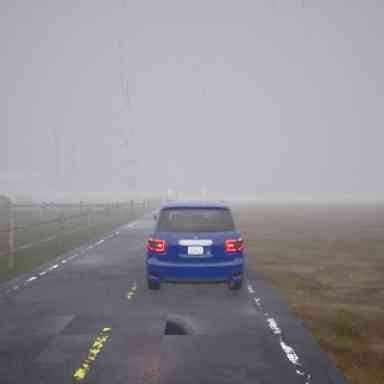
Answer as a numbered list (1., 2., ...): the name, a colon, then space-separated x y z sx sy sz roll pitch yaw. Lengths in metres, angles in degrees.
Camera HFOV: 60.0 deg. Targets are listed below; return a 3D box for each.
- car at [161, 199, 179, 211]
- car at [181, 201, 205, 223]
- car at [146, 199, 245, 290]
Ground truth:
1. car: -2.823 1.602 42.779 1.994 1.385 4.181 0 0 0
2. car: 0.066 1.544 26.966 1.812 1.442 4.674 0 0 0
3. car: 0.077 1.226 9.196 2.150 2.045 5.566 0 0 0
